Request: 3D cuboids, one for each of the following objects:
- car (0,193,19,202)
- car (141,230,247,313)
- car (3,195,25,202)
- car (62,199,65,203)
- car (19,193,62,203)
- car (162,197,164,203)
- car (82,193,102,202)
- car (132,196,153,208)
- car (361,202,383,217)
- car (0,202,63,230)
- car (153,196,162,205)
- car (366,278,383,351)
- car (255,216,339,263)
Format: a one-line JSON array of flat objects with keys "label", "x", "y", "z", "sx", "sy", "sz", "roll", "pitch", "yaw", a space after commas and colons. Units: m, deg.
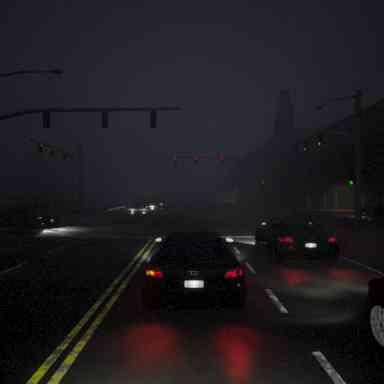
[{"label": "car", "x": -39.101, "y": 1.153, "z": 69.941, "sx": 4.605, "sy": 1.855, "sz": 1.932, "roll": 0, "pitch": 0, "yaw": 0}, {"label": "car", "x": 0.043, "y": 1.564, "z": 7.773, "sx": 1.994, "sy": 1.385, "sz": 4.181, "roll": 0, "pitch": 0, "yaw": 0}, {"label": "car", "x": -39.041, "y": 1.364, "z": 72.838, "sx": 3.905, "sy": 1.438, "sz": 1.784, "roll": 0, "pitch": 0, "yaw": 0}, {"label": "car", "x": -21.516, "y": 1.156, "z": 50.363, "sx": 3.866, "sy": 1.878, "sz": 1.905, "roll": 0, "pitch": 0, "yaw": 0}, {"label": "car", "x": -21.566, "y": 1.153, "z": 47.469, "sx": 4.605, "sy": 1.855, "sz": 1.932, "roll": 0, "pitch": 0, "yaw": 0}, {"label": "car", "x": -6.794, "y": 1.526, "z": 68.417, "sx": 1.812, "sy": 1.442, "sz": 4.674, "roll": 0, "pitch": 0, "yaw": 2}, {"label": "car", "x": -21.581, "y": 1.156, "z": 69.986, "sx": 3.866, "sy": 1.878, "sz": 1.905, "roll": 0, "pitch": 0, "yaw": 0}, {"label": "car", "x": -7.316, "y": 1.478, "z": 47.806, "sx": 1.882, "sy": 1.535, "sz": 5.008, "roll": 0, "pitch": 0, "yaw": 1}, {"label": "car", "x": 18.678, "y": 1.547, "z": 30.863, "sx": 5.357, "sy": 1.411, "sz": 2.033, "roll": 0, "pitch": 0, "yaw": 0}, {"label": "car", "x": -10.359, "y": 1.564, "z": 21.120, "sx": 4.181, "sy": 1.385, "sz": 1.994, "roll": 0, "pitch": 0, "yaw": 23}, {"label": "car", "x": -7.112, "y": 1.491, "z": 58.173, "sx": 2.128, "sy": 1.511, "sz": 4.902, "roll": 0, "pitch": 0, "yaw": 2}, {"label": "car", "x": 3.595, "y": 1.478, "z": 3.104, "sx": 1.882, "sy": 1.535, "sz": 5.008, "roll": 0, "pitch": 0, "yaw": 0}, {"label": "car", "x": 3.544, "y": 1.564, "z": 11.953, "sx": 1.994, "sy": 1.385, "sz": 4.181, "roll": 0, "pitch": 0, "yaw": 0}]
